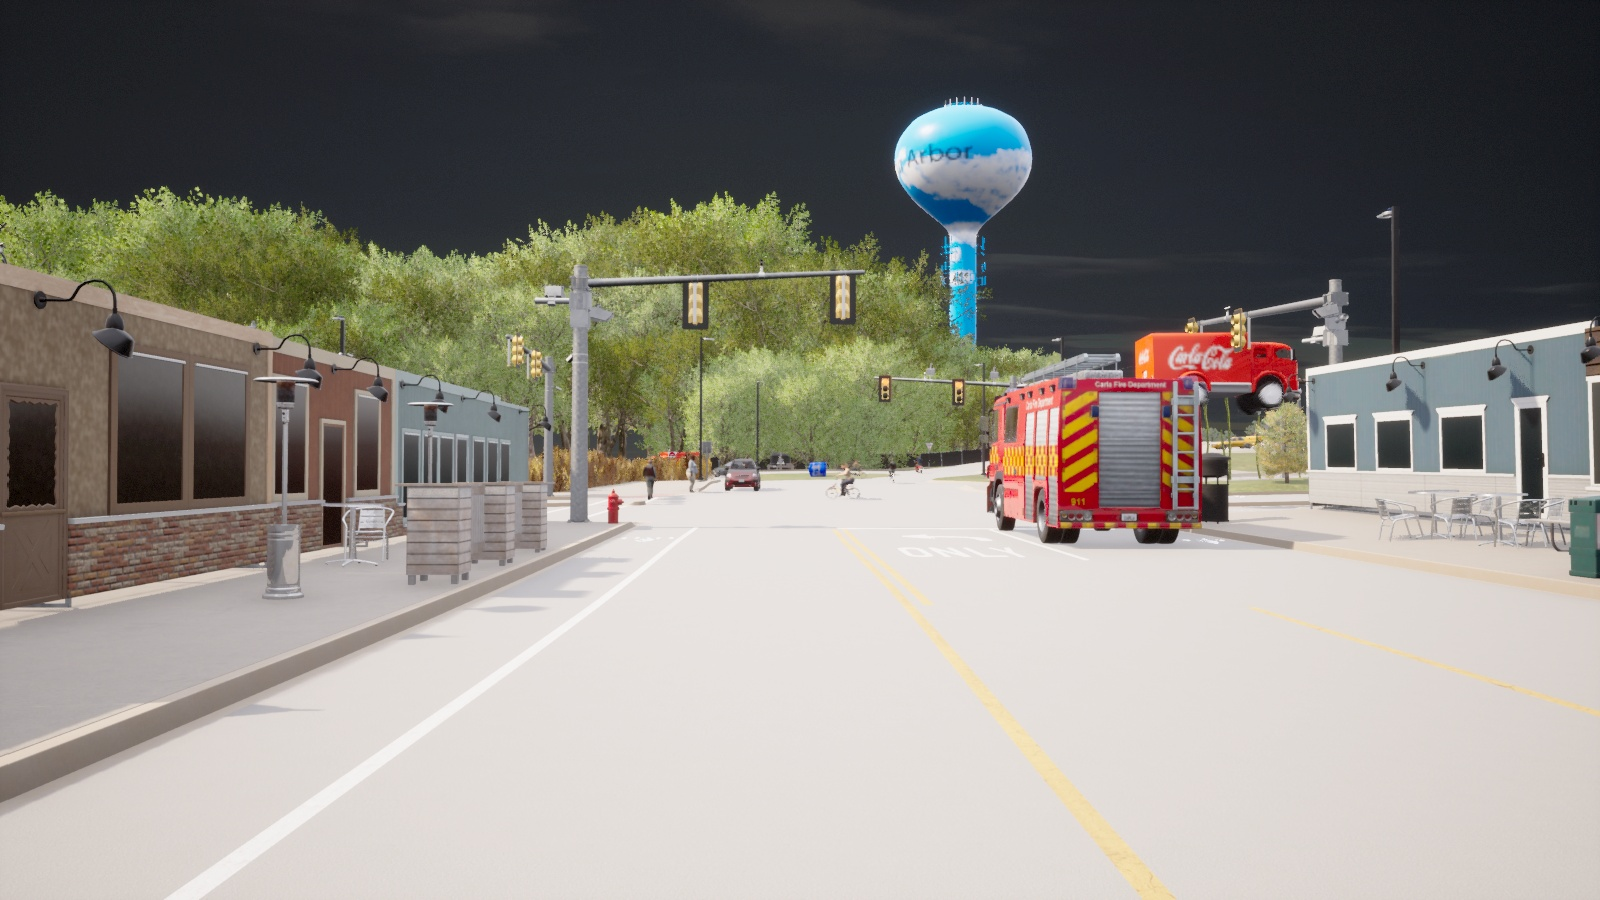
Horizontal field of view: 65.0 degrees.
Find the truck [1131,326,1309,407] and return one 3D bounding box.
[{"bbox_3d":[14.460,-2.840,43.500,5.204,2.467,2.627,0,-3,0],"label":"truck"}]

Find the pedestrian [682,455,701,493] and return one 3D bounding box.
[{"bbox_3d":[-5.295,1.194,61.493,0.900,1.855,0.874,0,-1,-3],"label":"pedestrian"}]

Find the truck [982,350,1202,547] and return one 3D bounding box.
[{"bbox_3d":[6.313,0.008,28.718,2.891,3.827,8.468,0,-1,-1],"label":"truck"}]

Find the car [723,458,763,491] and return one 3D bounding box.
[{"bbox_3d":[-2.920,1.248,64.968,1.851,1.617,3.988,0,1,0],"label":"car"}]

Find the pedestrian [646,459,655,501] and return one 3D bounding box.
[{"bbox_3d":[-6.670,1.326,56.054,0.376,1.854,0.720,0,-1,-3],"label":"pedestrian"}]

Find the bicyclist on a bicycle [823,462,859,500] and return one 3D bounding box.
[{"bbox_3d":[1.778,1.341,54.641,1.509,1.612,0.866,0,0,4],"label":"bicyclist on a bicycle"}]
